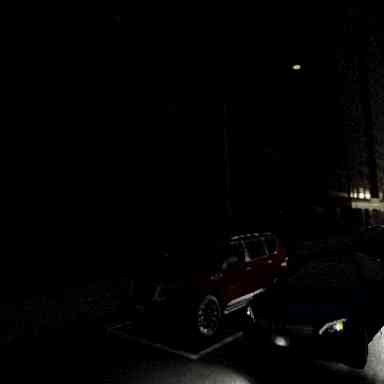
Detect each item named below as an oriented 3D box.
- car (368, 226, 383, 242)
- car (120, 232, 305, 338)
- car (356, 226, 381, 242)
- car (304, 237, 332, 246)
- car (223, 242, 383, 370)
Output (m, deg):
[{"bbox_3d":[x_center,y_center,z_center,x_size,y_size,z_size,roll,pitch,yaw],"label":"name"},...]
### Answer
[{"bbox_3d":[9.471,2.277,14.118,2.128,1.511,4.902,-7,-6,41],"label":"car"},{"bbox_3d":[0.652,2.011,8.309,2.192,1.841,5.009,-6,-6,41],"label":"car"},{"bbox_3d":[11.561,2.800,20.592,1.887,1.381,4.507,-6,-6,41],"label":"car"},{"bbox_3d":[4.294,2.424,12.392,1.887,1.381,4.507,-6,-6,41],"label":"car"},{"bbox_3d":[2.813,1.973,6.601,1.812,1.442,4.674,-7,-7,41],"label":"car"}]
